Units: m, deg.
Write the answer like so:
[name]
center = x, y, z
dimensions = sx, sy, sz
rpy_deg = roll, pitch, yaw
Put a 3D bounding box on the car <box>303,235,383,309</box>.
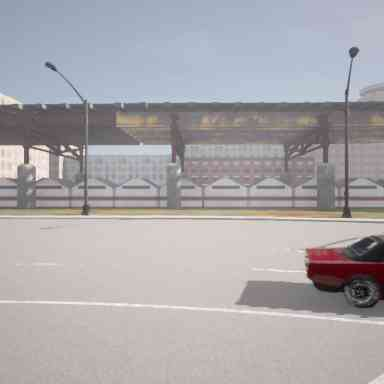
[car]
center = 4.798, 1.601, 6.830
dimensions = 4.718, 1.301, 1.895
rpy_deg = 0, 0, 17
